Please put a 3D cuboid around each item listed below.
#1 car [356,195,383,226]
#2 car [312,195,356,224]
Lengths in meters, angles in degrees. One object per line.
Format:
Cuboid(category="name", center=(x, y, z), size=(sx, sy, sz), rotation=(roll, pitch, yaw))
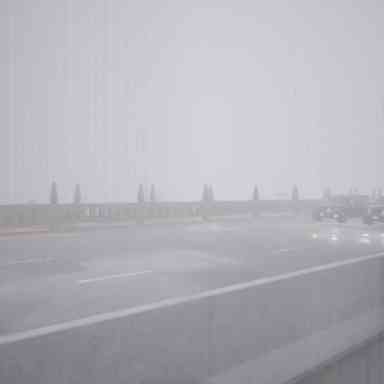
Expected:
Cuboid(category="car", center=(13.673, 1.230, 22.331), size=(5.566, 2.045, 2.150), rotation=(0, 0, -35))
Cuboid(category="car", center=(11.377, 1.230, 24.993), size=(5.566, 2.045, 2.150), rotation=(0, 0, -35))
